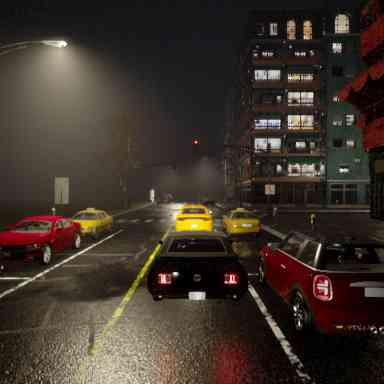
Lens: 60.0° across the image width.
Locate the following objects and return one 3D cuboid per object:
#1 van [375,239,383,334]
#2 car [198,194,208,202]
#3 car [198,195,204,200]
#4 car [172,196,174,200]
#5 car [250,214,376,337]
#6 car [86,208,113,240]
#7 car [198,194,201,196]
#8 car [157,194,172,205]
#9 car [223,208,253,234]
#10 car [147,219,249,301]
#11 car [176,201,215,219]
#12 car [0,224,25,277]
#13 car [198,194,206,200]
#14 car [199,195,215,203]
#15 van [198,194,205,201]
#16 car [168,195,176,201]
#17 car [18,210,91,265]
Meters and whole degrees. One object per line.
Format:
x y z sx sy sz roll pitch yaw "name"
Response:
2.576 1.341 1.093 1.690 1.788 3.998 1 0 0 "van"
2.570 1.338 78.547 2.192 1.841 5.009 1 0 0 "car"
2.566 1.555 95.700 1.752 1.417 4.829 1 0 0 "car"
-5.309 1.334 66.741 2.192 1.841 5.009 1 0 0 "car"
2.575 1.442 6.638 1.967 1.590 4.097 1 0 0 "car"
-5.308 1.529 17.130 1.752 1.417 4.829 1 0 0 "car"
2.568 1.587 72.886 1.947 1.339 4.313 1 0 0 "car"
-5.310 1.457 61.086 1.967 1.590 4.097 1 0 0 "car"
2.573 1.530 17.897 1.752 1.417 4.829 1 0 0 "car"
0.100 1.603 8.280 1.895 1.301 4.718 0 0 0 "car"
0.101 1.482 18.397 1.882 1.535 5.008 0 0 0 "car"
-5.307 1.552 6.227 2.008 1.369 4.403 1 0 0 "car"
2.568 1.599 61.564 1.802 1.307 4.206 1 0 0 "car"
2.570 1.565 50.242 2.008 1.369 4.403 1 0 0 "car"
2.569 1.368 89.869 1.690 1.788 3.998 1 0 0 "van"
-5.314 1.609 89.357 1.802 1.307 4.206 1 0 0 "car"
-5.307 1.547 11.764 1.887 1.381 4.507 1 0 0 "car"
